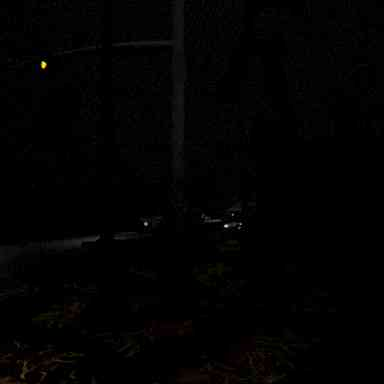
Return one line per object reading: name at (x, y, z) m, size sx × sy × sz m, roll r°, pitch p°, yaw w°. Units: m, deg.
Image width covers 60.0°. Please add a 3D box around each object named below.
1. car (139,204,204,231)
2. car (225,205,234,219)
car at (-1.123, 1.492, 20.275) m, size 2.128 × 1.511 × 4.902 m, roll 0°, pitch 0°, yaw 35°
car at (4.570, 1.526, 28.332) m, size 1.812 × 1.442 × 4.674 m, roll 0°, pitch 0°, yaw 35°
